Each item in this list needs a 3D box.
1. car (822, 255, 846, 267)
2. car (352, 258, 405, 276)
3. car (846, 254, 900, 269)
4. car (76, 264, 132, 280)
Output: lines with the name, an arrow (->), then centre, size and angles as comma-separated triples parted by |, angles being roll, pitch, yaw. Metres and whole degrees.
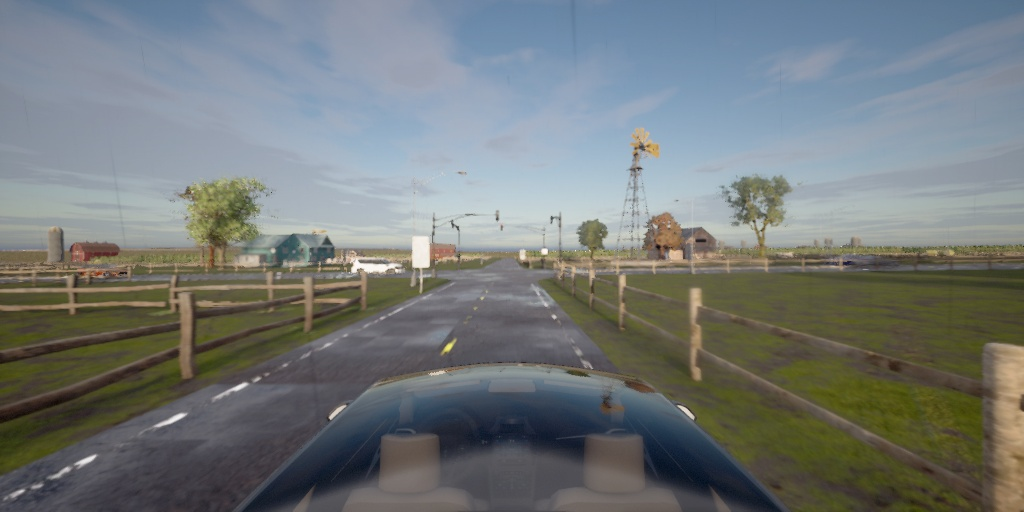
car -> 40.678, 0.563, 43.639 | 5.008, 1.535, 1.882 | -1, 1, 0
car -> -14.881, 1.227, 39.954 | 5.566, 2.045, 2.150 | 1, 1, 0
car -> 40.614, 0.721, 40.096 | 4.181, 1.385, 1.994 | -1, 1, 0
car -> -45.255, 1.668, 39.872 | 4.553, 1.767, 2.097 | -1, 1, 0
